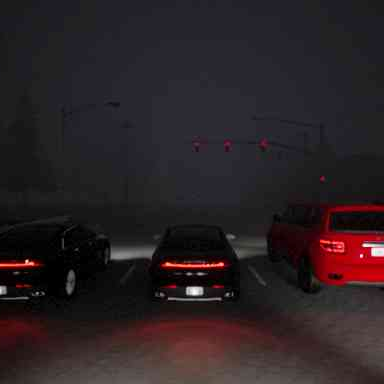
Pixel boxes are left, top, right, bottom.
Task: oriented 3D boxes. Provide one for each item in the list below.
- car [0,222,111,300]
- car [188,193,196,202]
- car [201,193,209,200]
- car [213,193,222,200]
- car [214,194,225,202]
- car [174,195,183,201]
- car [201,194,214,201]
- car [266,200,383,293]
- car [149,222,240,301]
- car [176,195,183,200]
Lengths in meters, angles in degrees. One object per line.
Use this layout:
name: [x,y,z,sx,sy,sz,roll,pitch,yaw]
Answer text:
car: [-3.435,1.511,8.377,1.837,1.490,4.892,0,0,0]
car: [0.030,1.574,81.427,2.128,1.511,4.902,0,0,0]
car: [3.534,1.252,91.816,2.097,1.767,4.553,0,0,0]
car: [7.034,1.252,91.815,2.097,1.767,4.553,0,0,0]
car: [7.030,1.549,81.425,1.837,1.490,4.892,0,0,0]
car: [-3.470,1.574,81.845,1.812,1.442,4.674,0,0,0]
car: [3.530,1.405,81.813,2.097,1.767,4.553,0,0,0]
car: [3.569,1.228,8.971,2.150,2.045,5.566,0,0,0]
car: [0.065,1.511,8.324,1.837,1.490,4.892,0,0,0]
car: [-3.466,1.492,91.879,1.895,1.301,4.718,0,0,0]
